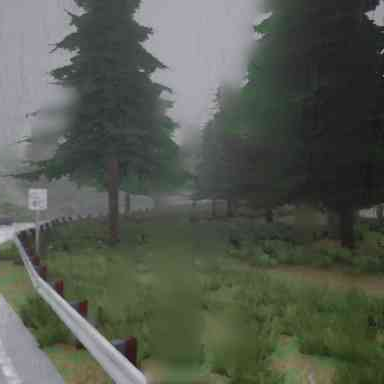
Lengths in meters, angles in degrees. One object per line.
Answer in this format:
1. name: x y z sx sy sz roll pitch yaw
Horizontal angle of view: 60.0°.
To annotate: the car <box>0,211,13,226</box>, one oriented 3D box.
1. car: -15.896 2.131 25.822 1.994 1.385 4.181 -2 -1 4
